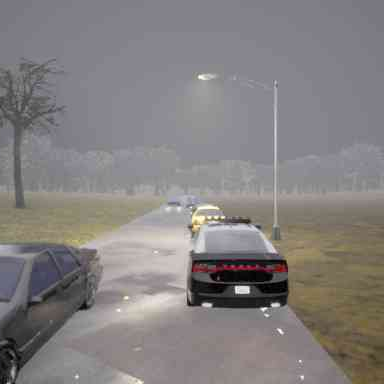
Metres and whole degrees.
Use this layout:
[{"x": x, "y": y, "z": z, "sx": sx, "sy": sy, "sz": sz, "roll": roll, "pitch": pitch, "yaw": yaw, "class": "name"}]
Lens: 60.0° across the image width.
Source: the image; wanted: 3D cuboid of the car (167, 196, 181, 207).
[{"x": -2.638, "y": 1.385, "z": 49.214, "sx": 1.882, "sy": 1.535, "sz": 5.008, "roll": 0, "pitch": 0, "yaw": 0, "class": "car"}]

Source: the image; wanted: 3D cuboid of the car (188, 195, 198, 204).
[{"x": 0.144, "y": 1.373, "z": 63.165, "sx": 1.812, "sy": 1.442, "sz": 4.674, "roll": 0, "pitch": 0, "yaw": 0, "class": "car"}]

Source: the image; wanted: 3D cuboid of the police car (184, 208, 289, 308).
[{"x": 0.843, "y": 1.420, "z": 8.117, "sx": 1.930, "sy": 1.638, "sz": 5.238, "roll": 0, "pitch": 0, "yaw": 0, "class": "police car"}]

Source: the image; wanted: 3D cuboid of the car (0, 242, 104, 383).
[{"x": -2.839, "y": 1.545, "z": 5.082, "sx": 2.033, "sy": 1.411, "sz": 5.357, "roll": 0, "pitch": 0, "yaw": 0, "class": "car"}]

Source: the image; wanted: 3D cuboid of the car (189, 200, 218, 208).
[{"x": 0.867, "y": 1.439, "z": 18.197, "sx": 1.801, "sy": 1.575, "sz": 5.366, "roll": 0, "pitch": 0, "yaw": 0, "class": "car"}]

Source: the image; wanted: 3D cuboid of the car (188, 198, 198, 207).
[{"x": 0.880, "y": 1.453, "z": 24.008, "sx": 1.882, "sy": 1.535, "sz": 5.008, "roll": 0, "pitch": 0, "yaw": 0, "class": "car"}]

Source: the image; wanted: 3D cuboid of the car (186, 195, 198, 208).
[{"x": 0.140, "y": 1.466, "z": 45.845, "sx": 2.033, "sy": 1.411, "sz": 5.357, "roll": 0, "pitch": 0, "yaw": 1, "class": "car"}]
